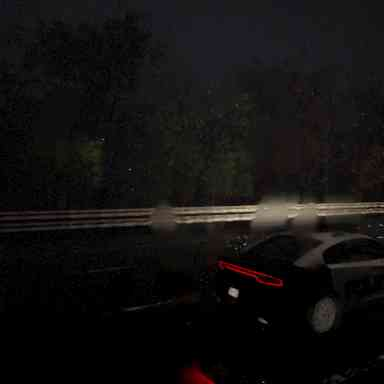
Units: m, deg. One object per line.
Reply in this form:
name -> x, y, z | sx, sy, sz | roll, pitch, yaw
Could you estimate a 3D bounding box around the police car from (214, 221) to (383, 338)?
police car -> 2.902, 1.433, 6.706 | 5.238, 1.638, 1.930 | 0, 0, -30
